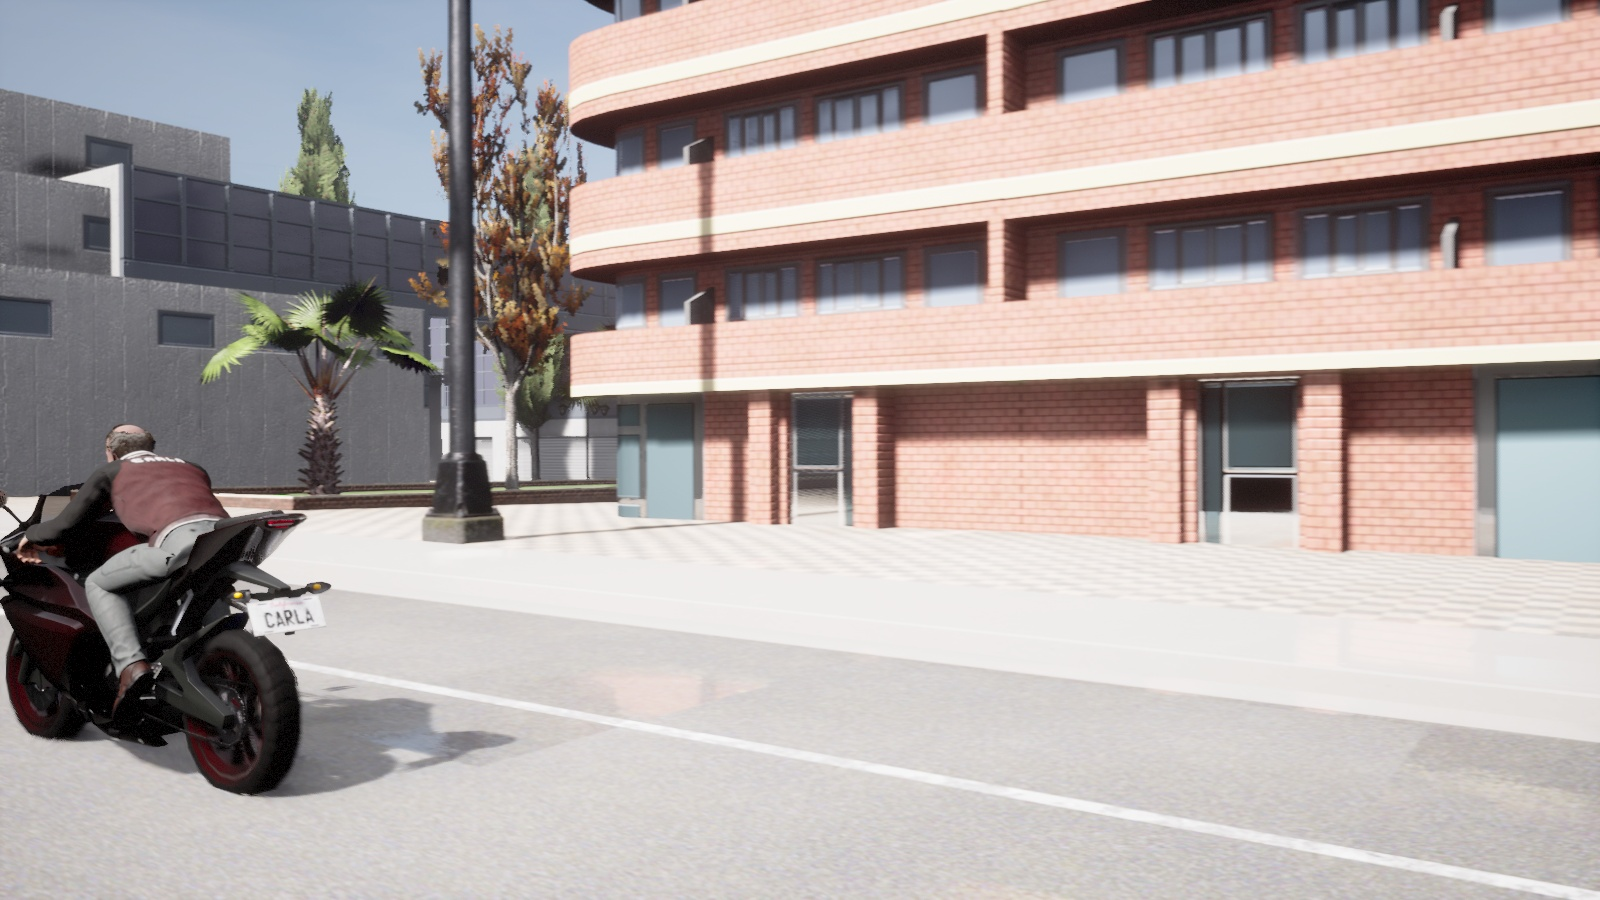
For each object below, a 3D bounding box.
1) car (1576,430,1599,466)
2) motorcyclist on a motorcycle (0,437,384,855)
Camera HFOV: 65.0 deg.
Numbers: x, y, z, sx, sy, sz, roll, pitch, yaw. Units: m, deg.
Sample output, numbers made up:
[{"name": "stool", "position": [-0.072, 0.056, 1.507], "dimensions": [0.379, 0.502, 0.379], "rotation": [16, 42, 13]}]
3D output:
[{"name": "car", "position": [39.400, -0.128, 58.912], "dimensions": [5.027, 1.651, 2.152], "rotation": [-1, 0, 34]}, {"name": "motorcyclist on a motorcycle", "position": [-2.926, 0.718, 5.571], "dimensions": [2.191, 1.530, 0.866], "rotation": [0, 1, 34]}]
